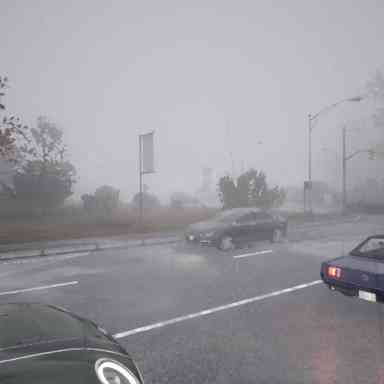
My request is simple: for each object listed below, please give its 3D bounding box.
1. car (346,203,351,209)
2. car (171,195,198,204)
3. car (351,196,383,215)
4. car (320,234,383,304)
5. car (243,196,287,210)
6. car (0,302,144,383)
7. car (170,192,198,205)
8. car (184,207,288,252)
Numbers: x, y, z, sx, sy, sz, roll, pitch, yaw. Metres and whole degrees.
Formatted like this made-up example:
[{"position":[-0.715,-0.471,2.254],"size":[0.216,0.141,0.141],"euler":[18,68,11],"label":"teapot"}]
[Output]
[{"position":[18.091,1.353,33.468],"size":[1.895,1.301,4.718],"euler":[-1,0,-39],"label":"car"},{"position":[-1.361,1.259,57.820],"size":[2.128,1.511,4.902],"euler":[-1,0,-38],"label":"car"},{"position":[16.982,1.133,29.249],"size":[2.097,1.767,4.553],"euler":[-1,0,-39],"label":"car"},{"position":[4.969,1.573,7.276],"size":[4.718,1.301,1.895],"euler":[0,0,-35],"label":"car"},{"position":[8.596,1.280,39.733],"size":[2.128,1.511,4.902],"euler":[-1,0,-39],"label":"car"},{"position":[-2.502,1.352,1.938],"size":[4.553,1.767,2.097],"euler":[0,0,-36],"label":"car"},{"position":[-1.238,1.011,52.035],"size":[2.150,2.045,5.566],"euler":[-1,1,-39],"label":"car"},{"position":[1.957,1.467,13.932],"size":[4.892,1.490,1.837],"euler":[0,0,-35],"label":"car"}]
